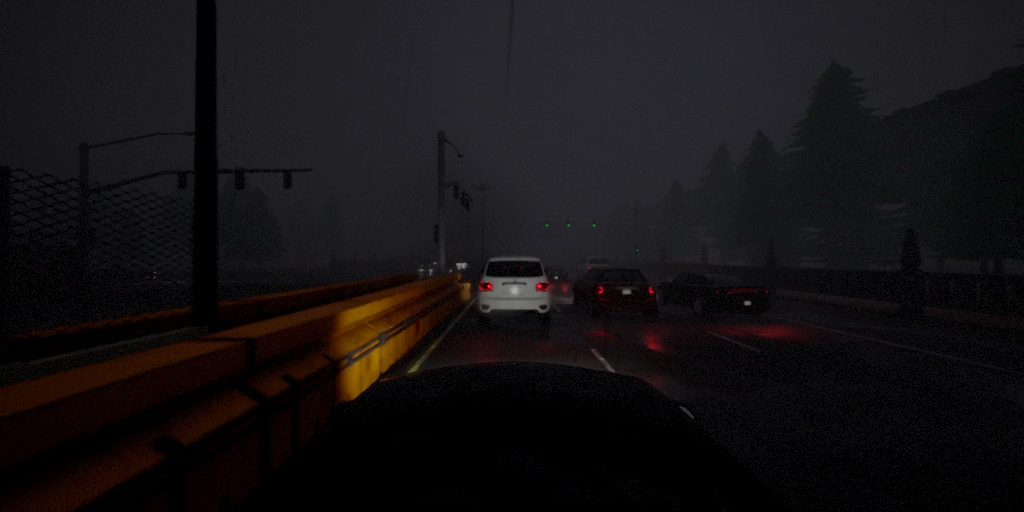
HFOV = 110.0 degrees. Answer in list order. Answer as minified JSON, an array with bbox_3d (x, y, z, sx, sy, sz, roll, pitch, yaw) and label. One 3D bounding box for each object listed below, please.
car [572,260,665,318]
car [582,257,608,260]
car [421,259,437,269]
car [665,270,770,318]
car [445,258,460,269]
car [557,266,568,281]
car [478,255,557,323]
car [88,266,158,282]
[{"bbox_3d":[3.577,1.143,13.277,2.097,1.767,4.553,0,0,0],"label":"car"},{"bbox_3d":[7.082,1.078,31.611,2.150,2.045,5.566,0,0,0],"label":"car"},{"bbox_3d":[-14.061,1.376,60.901,1.837,1.490,4.892,0,2,0],"label":"car"},{"bbox_3d":[7.078,1.269,13.238,1.882,1.535,5.008,0,0,0],"label":"car"},{"bbox_3d":[-10.565,1.446,60.458,1.994,1.385,4.181,0,1,0],"label":"car"},{"bbox_3d":[3.581,1.455,31.016,1.895,1.301,4.718,0,0,0],"label":"car"},{"bbox_3d":[0.077,1.009,12.407,2.150,2.045,5.566,0,0,0],"label":"car"},{"bbox_3d":[-32.078,1.452,29.417,4.718,1.301,1.895,0,0,2],"label":"car"}]
